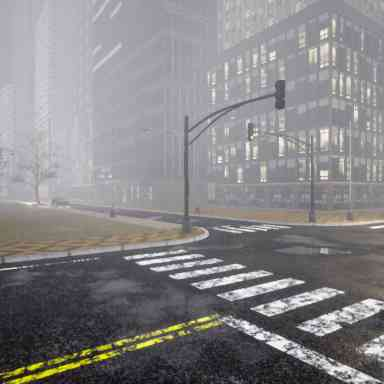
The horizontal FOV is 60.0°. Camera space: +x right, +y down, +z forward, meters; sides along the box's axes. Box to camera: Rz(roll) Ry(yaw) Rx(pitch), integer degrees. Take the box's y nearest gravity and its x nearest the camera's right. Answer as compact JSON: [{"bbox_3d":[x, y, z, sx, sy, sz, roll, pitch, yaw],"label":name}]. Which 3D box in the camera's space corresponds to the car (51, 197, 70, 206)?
[{"bbox_3d":[-21.593,1.553,54.301,2.033,1.411,5.357,0,0,-35],"label":"car"}]
